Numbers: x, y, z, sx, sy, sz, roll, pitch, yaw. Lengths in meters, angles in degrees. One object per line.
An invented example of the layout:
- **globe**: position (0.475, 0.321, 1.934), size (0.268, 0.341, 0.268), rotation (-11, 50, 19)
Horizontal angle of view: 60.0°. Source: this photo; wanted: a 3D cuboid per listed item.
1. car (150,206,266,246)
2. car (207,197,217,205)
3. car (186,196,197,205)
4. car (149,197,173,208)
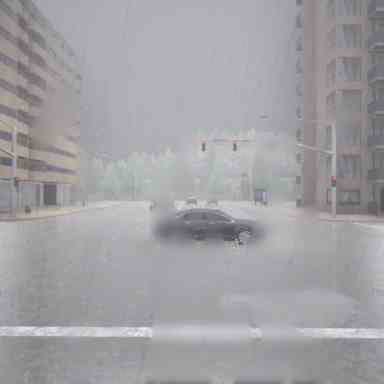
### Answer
- **car**: position (0.762, 1.505, 14.665), size (4.892, 1.490, 1.837), rotation (0, 0, 1)
- **car**: position (3.700, 1.547, 60.823), size (2.033, 1.411, 5.357), rotation (0, 0, 4)
- **car**: position (-0.044, 1.526, 60.052), size (1.812, 1.442, 4.674), rotation (0, 0, 0)
- **car**: position (-3.627, 1.352, 38.321), size (2.097, 1.767, 4.553), rotation (0, 0, 0)
